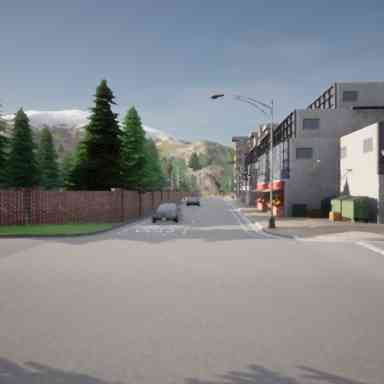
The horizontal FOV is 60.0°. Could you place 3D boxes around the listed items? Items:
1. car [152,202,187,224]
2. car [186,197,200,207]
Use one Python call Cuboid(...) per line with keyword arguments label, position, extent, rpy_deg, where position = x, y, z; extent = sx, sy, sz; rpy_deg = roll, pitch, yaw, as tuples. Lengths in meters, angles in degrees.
Cuboid(label="car", position=(-1.719, 1.534, 24.629), extent=(1.812, 1.442, 4.674), rpy_deg=(0, 0, 4))
Cuboid(label="car", position=(0.233, 1.464, 50.117), extent=(1.882, 1.535, 5.008), rpy_deg=(0, 0, 4))
